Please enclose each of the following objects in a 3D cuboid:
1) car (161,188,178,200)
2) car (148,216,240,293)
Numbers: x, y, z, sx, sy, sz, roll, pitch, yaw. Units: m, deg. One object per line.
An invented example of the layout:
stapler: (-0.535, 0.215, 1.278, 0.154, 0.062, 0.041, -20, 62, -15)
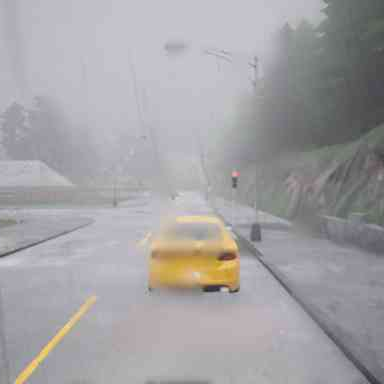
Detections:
car: (-4.042, 0.328, 56.750, 2.150, 2.045, 5.566, 0, 1, 1)
car: (0.056, 1.341, 8.562, 1.882, 1.535, 5.008, 0, 1, 1)
